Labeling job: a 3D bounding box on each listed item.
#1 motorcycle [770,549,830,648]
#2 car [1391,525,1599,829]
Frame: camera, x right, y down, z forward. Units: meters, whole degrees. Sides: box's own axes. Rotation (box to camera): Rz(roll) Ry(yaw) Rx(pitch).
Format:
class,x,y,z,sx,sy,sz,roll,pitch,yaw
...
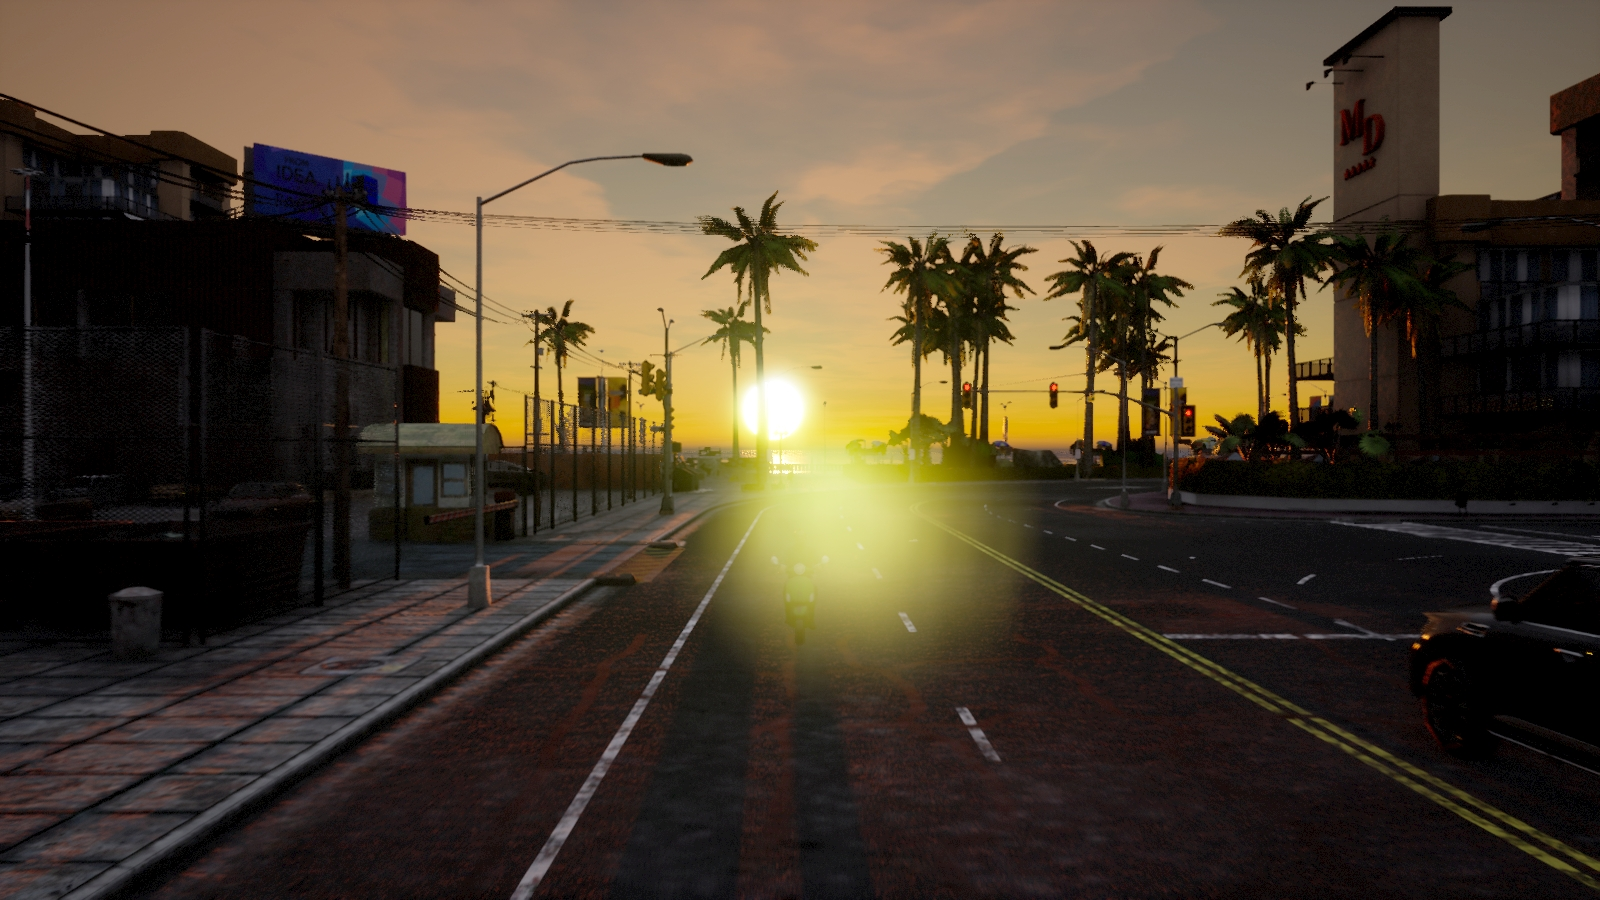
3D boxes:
class,x,y,z,sx,sy,sz,roll,pitch,yaw
motorcycle,0.002,2.182,17.085,0.856,1.236,1.805,0,0,0
car,6.997,1.779,8.676,2.150,2.045,5.566,0,0,0
